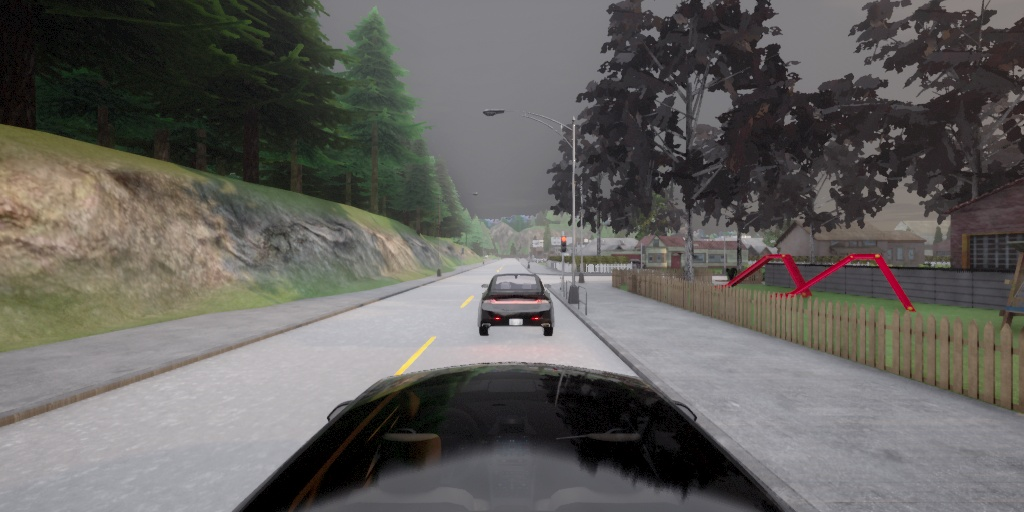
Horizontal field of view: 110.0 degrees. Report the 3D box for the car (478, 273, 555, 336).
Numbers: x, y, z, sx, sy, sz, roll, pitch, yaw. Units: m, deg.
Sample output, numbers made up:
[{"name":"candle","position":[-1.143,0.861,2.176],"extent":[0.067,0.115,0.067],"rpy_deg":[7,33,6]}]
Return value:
[{"name":"car","position":[0.118,1.242,10.332],"extent":[2.128,1.511,4.902],"rpy_deg":[0,0,1]}]
